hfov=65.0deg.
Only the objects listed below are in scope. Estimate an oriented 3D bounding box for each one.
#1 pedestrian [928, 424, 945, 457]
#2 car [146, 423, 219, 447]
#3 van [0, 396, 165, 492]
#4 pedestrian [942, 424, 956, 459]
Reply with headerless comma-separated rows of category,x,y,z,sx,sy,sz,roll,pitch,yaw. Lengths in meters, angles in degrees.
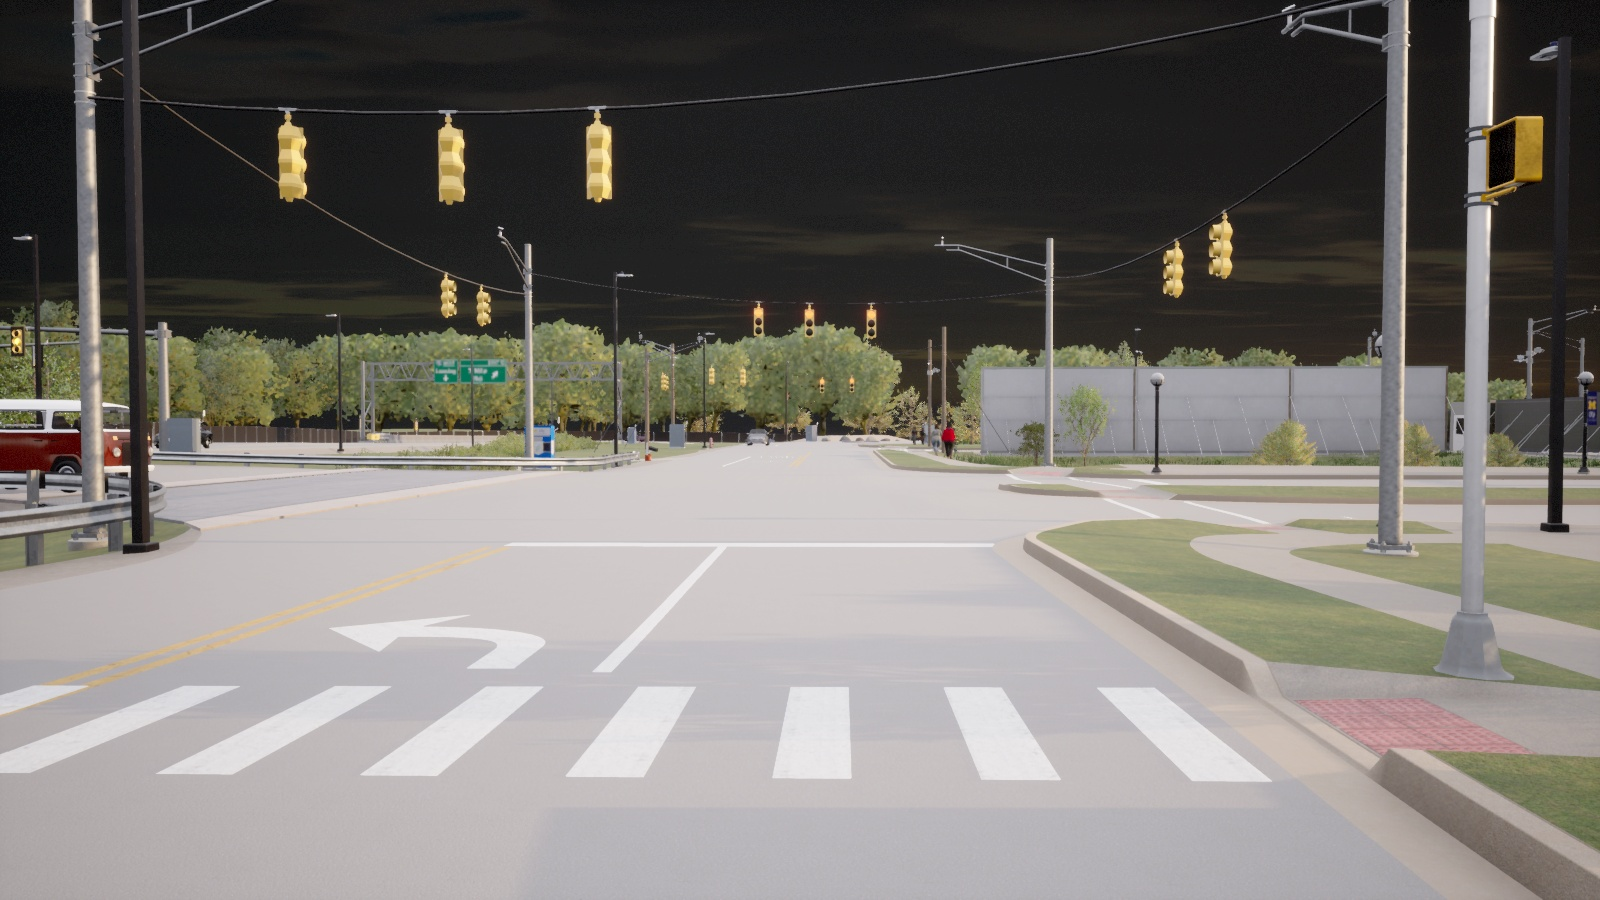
pedestrian,7.802,-0.555,71.697,0.874,1.855,0.900,0,2,1
car,-39.441,-0.941,80.375,2.128,1.511,4.902,0,1,2
van,-16.840,-0.137,27.854,4.480,2.038,2.069,0,1,5
pedestrian,7.820,-0.462,66.013,0.634,1.844,0.899,0,2,2
